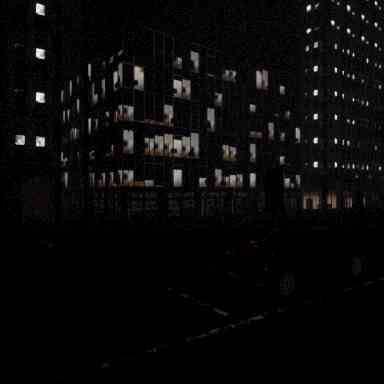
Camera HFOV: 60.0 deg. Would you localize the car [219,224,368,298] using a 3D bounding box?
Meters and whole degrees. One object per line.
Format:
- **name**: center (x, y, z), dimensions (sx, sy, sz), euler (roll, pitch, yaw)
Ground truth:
- **car**: center (2.698, 1.545, 8.483), dimensions (4.507, 1.381, 1.887), euler (0, 0, -35)
